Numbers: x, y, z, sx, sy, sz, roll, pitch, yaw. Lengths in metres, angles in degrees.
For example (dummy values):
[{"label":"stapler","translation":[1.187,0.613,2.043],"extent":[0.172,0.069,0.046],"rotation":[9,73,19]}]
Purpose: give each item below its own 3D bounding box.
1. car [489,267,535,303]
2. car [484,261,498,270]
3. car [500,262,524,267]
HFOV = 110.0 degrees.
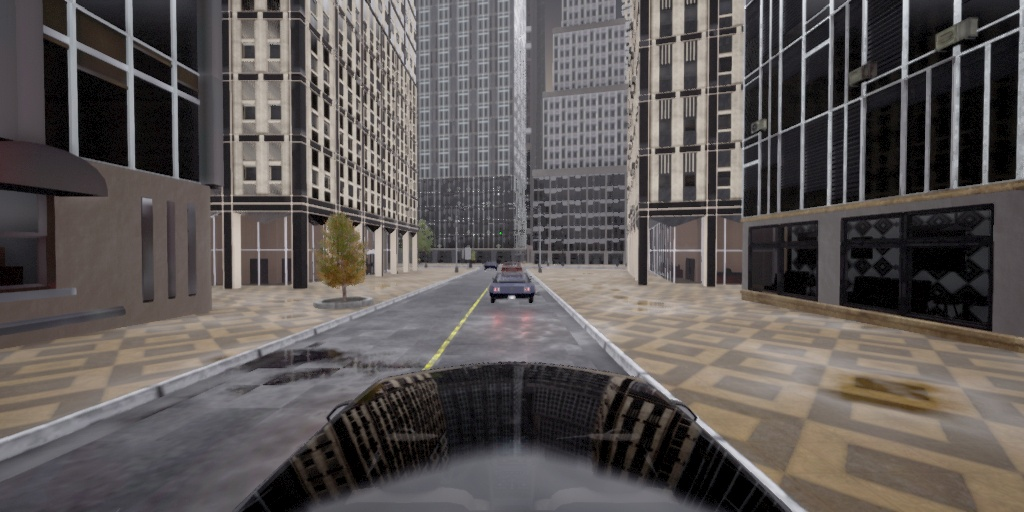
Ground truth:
[{"label":"car","translation":[0.000,1.364,16.532],"extent":[1.895,1.301,4.718],"rotation":[0,0,0]},{"label":"car","translation":[-3.000,1.425,51.569],"extent":[1.895,1.301,4.718],"rotation":[0,0,0]},{"label":"car","translation":[0.000,1.239,31.505],"extent":[1.882,1.535,5.008],"rotation":[0,0,0]}]
